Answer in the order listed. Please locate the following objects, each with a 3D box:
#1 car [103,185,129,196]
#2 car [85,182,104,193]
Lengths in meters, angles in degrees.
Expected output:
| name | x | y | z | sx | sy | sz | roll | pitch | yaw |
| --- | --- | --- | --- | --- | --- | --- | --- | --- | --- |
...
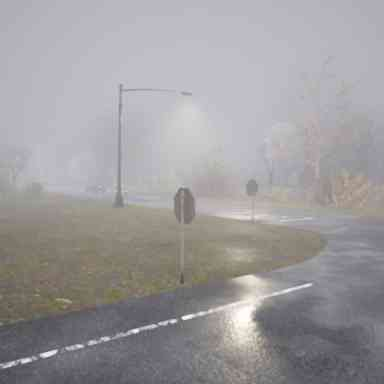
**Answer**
| name | x | y | z | sx | sy | sz | roll | pitch | yaw |
| --- | --- | --- | --- | --- | --- | --- | --- | --- | --- |
| car | -11.678 | -0.133 | 51.831 | 1.895 | 1.301 | 4.718 | 0 | 2 | -36 |
| car | -17.489 | -0.835 | 59.959 | 2.150 | 2.045 | 5.566 | 0 | 2 | -36 |
